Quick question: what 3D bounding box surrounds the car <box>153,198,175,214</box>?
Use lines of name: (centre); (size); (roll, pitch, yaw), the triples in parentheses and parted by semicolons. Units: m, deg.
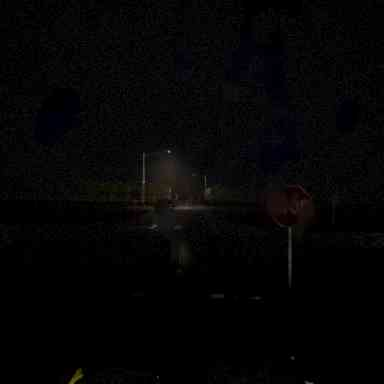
car: (-2.703, 1.426, 33.286); (1.837, 1.490, 4.892); (0, 2, 0)
